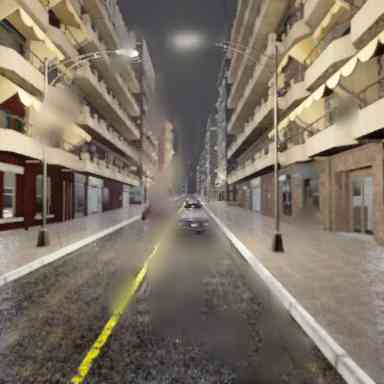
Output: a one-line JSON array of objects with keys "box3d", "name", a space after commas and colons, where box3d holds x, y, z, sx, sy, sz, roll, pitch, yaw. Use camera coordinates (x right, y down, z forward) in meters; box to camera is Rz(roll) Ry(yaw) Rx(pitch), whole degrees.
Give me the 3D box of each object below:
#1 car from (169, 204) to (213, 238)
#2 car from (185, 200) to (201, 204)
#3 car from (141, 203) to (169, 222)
[{"box3d": [0.098, 1.557, 17.555, 2.033, 1.411, 5.357, 0, 0, 0], "name": "car"}, {"box3d": [0.098, 1.573, 39.256, 1.994, 1.385, 4.181, 0, 0, 0], "name": "car"}, {"box3d": [-2.847, 1.575, 26.652, 1.994, 1.385, 4.181, 0, 0, 0], "name": "car"}]
